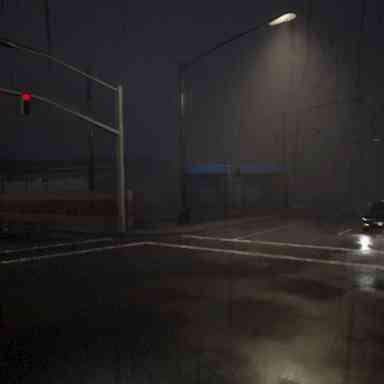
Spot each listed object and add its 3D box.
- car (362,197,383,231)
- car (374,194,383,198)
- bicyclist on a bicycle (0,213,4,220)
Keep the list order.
[{"bbox_3d":[10.468,1.245,17.771,1.837,1.490,4.892,-1,0,38],"label":"car"},{"bbox_3d":[22.369,0.930,38.632,1.812,1.442,4.674,-1,0,16],"label":"car"},{"bbox_3d":[-17.070,1.688,28.561,0.582,1.620,1.656,-1,0,38],"label":"bicyclist on a bicycle"}]
